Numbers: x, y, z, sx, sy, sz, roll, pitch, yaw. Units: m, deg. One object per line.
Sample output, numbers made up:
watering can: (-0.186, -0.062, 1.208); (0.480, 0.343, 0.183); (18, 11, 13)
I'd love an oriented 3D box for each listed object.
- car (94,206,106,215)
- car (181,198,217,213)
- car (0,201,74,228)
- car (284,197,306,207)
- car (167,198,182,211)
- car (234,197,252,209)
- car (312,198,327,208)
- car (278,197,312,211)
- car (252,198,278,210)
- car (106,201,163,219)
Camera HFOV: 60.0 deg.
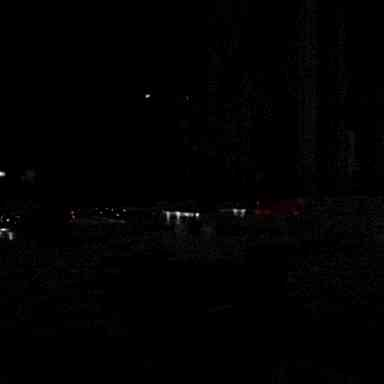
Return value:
car: (-6.807, 1.536, 31.403); (1.895, 1.301, 4.718); (0, 0, 36)
car: (1.152, 1.529, 36.831); (1.994, 1.385, 4.181); (0, 0, 36)
car: (-9.860, 1.504, 21.651); (1.994, 1.385, 4.181); (0, 0, 36)
car: (16.077, 1.540, 51.738); (1.812, 1.442, 4.674); (0, 0, 36)
car: (-0.964, 1.475, 39.461); (1.812, 1.442, 4.674); (0, 0, 36)
car: (7.472, 1.473, 45.486); (2.128, 1.511, 4.902); (0, 0, 36)
car: (18.708, 1.595, 49.829); (1.994, 1.385, 4.181); (0, 0, 36)
car: (13.001, 1.369, 41.862); (2.097, 1.767, 4.553); (0, 0, 36)
car: (10.057, 1.525, 43.348); (1.812, 1.442, 4.674); (0, 0, 37)
car: (-4.734, 1.552, 28.728); (1.895, 1.301, 4.718); (0, 0, 36)
